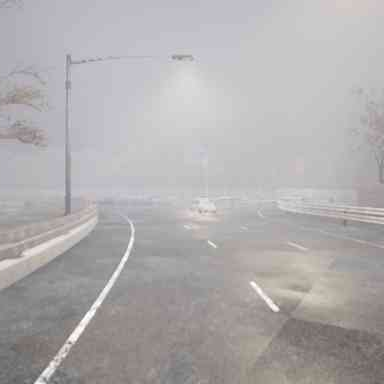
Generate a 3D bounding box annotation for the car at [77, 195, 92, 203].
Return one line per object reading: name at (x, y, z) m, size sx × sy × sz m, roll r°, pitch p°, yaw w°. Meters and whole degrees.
car at (-18.843, 1.503, 61.170) m, size 1.882 × 1.535 × 5.008 m, roll 0°, pitch 0°, yaw -37°

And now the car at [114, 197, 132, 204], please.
car at (-13.697, 1.616, 66.033) m, size 1.994 × 1.385 × 4.181 m, roll 0°, pitch 0°, yaw -37°

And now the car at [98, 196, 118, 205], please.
car at (-15.993, 1.546, 63.204) m, size 1.837 × 1.490 × 4.892 m, roll 0°, pitch 0°, yaw -37°

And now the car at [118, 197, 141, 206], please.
car at (-10.833, 1.598, 54.999) m, size 2.033 × 1.411 × 5.357 m, roll 0°, pitch 0°, yaw -30°

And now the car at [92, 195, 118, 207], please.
car at (-13.992, 1.386, 53.488) m, size 2.097 × 1.767 × 4.553 m, roll 0°, pitch 0°, yaw -30°

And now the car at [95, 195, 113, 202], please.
car at (-19.560, 1.384, 73.701) m, size 1.812 × 1.442 × 4.674 m, roll 0°, pitch 0°, yaw -42°

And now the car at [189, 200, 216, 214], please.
car at (1.165, 1.596, 36.267) m, size 1.812 × 1.442 × 4.674 m, roll 0°, pitch 0°, yaw -18°

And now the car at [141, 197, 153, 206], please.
car at (-8.383, 1.630, 57.779) m, size 1.994 × 1.385 × 4.181 m, roll 0°, pitch 0°, yaw -30°

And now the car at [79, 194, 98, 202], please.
car at (-22.249, 1.321, 71.462) m, size 1.882 × 1.535 × 5.008 m, roll 0°, pitch 0°, yaw -42°

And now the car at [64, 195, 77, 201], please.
car at (-24.939, 1.352, 69.221) m, size 1.812 × 1.442 × 4.674 m, roll 0°, pitch 0°, yaw -42°
